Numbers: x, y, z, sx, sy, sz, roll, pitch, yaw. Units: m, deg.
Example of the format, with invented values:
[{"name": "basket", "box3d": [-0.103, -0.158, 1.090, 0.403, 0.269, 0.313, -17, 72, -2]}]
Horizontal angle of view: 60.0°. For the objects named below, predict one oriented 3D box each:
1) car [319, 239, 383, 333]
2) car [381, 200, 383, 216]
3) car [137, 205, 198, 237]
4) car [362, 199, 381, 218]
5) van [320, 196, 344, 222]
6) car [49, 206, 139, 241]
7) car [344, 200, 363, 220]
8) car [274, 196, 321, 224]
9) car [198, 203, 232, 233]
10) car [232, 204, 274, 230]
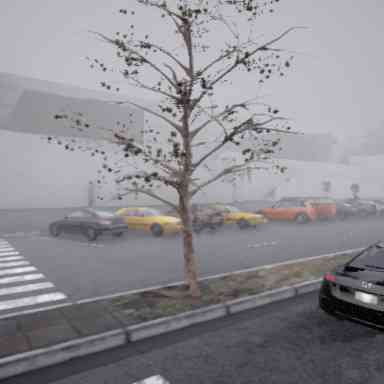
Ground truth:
[{"name": "car", "box3d": [4.273, 1.572, 6.200, 4.181, 1.385, 1.994, 0, 0, -35]}, {"name": "car", "box3d": [16.840, 1.504, 32.099, 5.366, 1.575, 1.946, -1, -1, 35]}, {"name": "car", "box3d": [-2.605, 1.497, 18.242, 5.366, 1.575, 1.946, -1, -1, 35]}, {"name": "car", "box3d": [14.226, 1.555, 30.479, 4.792, 1.488, 2.163, -1, 0, 35]}, {"name": "van", "box3d": [9.493, 1.309, 26.946, 4.442, 1.987, 1.878, -1, -1, 35]}, {"name": "car", "box3d": [-5.186, 1.537, 16.610, 4.674, 1.452, 2.002, -1, -1, 35]}, {"name": "car", "box3d": [11.823, 1.571, 28.729, 4.674, 1.452, 2.002, -1, 0, 35]}, {"name": "car", "box3d": [6.983, 1.408, 25.252, 4.553, 1.767, 2.185, -1, -1, 34]}, {"name": "car", "box3d": [-0.355, 1.541, 20.089, 4.792, 1.488, 2.163, -1, -1, 35]}, {"name": "car", "box3d": [2.254, 1.516, 21.703, 5.366, 1.575, 1.946, -1, -1, 35]}]
